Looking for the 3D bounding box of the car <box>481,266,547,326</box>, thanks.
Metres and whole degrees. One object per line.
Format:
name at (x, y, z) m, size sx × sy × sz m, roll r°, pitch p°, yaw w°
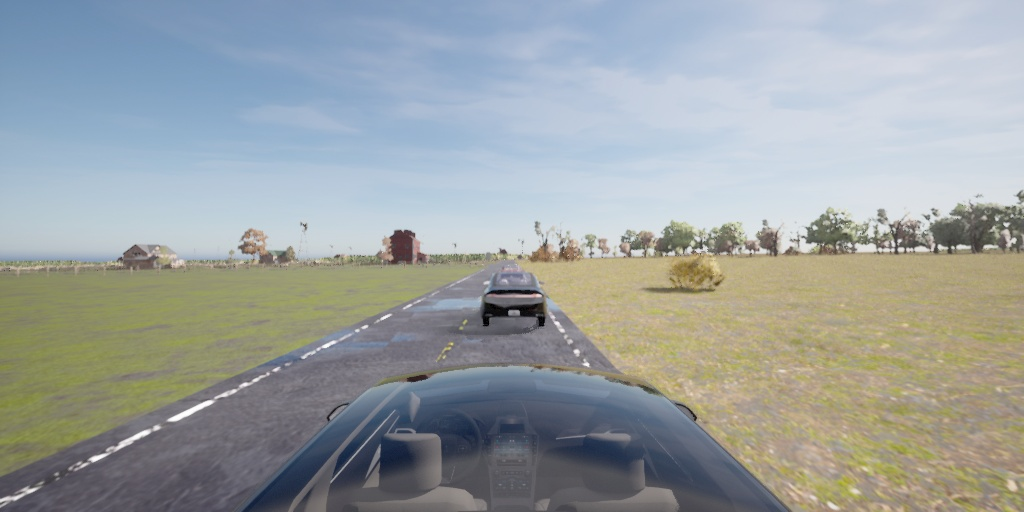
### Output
car at (0.054, 1.261, 11.737) m, size 2.128 × 1.511 × 4.902 m, roll 0°, pitch 0°, yaw 0°
